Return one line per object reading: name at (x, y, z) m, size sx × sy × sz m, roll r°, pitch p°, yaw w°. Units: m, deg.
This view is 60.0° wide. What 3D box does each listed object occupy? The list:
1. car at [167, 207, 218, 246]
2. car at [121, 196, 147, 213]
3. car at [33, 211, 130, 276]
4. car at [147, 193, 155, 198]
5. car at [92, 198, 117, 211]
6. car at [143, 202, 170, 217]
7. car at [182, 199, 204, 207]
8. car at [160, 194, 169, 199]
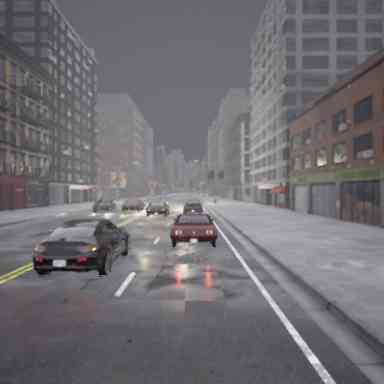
car at (0.078, 1.599, 15.168) m, size 1.895 × 1.301 × 4.718 m, roll 0°, pitch 0°, yaw 0°
car at (-6.592, 1.462, 37.345) m, size 1.882 × 1.535 × 5.008 m, roll 0°, pitch 0°, yaw 0°
car at (-3.148, 1.525, 10.208) m, size 1.812 × 1.442 × 4.674 m, roll 0°, pitch 0°, yaw 0°
car at (-9.751, 1.077, 78.345) m, size 1.812 × 1.442 × 4.674 m, roll 0°, pitch 0°, yaw 0°
car at (-9.842, 1.491, 37.683) m, size 1.837 × 1.490 × 4.892 m, roll 0°, pitch 0°, yaw 0°
car at (-3.147, 1.590, 31.538) m, size 1.895 × 1.301 × 4.718 m, roll 0°, pitch 0°, yaw 0°
car at (0.099, 1.493, 33.007) m, size 1.837 × 1.490 × 4.892 m, roll 0°, pitch 0°, yaw 0°
car at (-6.501, 1.177, 77.955) m, size 1.882 × 1.535 × 5.008 m, roll 0°, pitch 0°, yaw 0°
